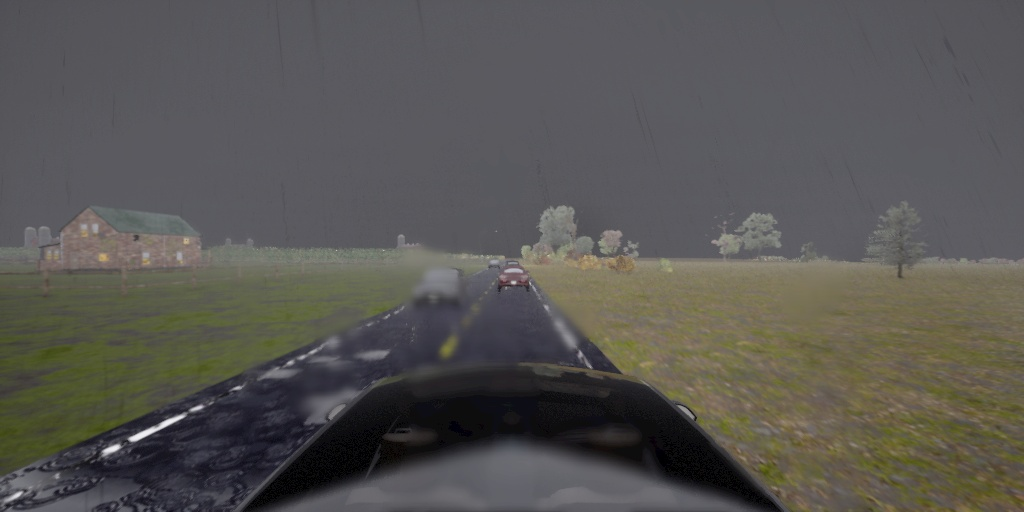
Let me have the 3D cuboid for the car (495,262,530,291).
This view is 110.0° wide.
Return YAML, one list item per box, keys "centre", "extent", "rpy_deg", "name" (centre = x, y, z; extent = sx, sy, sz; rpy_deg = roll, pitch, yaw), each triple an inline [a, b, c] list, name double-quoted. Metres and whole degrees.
- centre: [0.097, 1.296, 22.001]
  extent: [1.812, 1.442, 4.674]
  rpy_deg: [0, 0, 0]
  name: "car"

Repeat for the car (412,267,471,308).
- centre: [-2.852, 1.266, 15.421]
  extent: [1.837, 1.490, 4.892]
  rpy_deg: [0, 0, 0]
  name: "car"

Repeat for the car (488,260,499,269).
- centre: [-2.814, 1.300, 57.148]
  extent: [1.882, 1.535, 5.008]
  rpy_deg: [0, 0, 0]
  name: "car"
